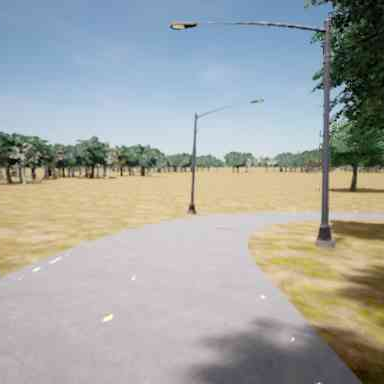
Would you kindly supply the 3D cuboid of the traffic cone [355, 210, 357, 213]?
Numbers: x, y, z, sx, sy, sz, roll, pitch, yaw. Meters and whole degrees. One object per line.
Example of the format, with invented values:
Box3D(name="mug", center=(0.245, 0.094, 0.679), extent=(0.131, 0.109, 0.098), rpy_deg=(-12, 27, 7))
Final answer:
Box3D(name="traffic cone", center=(22.248, 2.573, 45.184), extent=(0.340, 0.580, 0.340), rpy_deg=(2, 3, -17))
